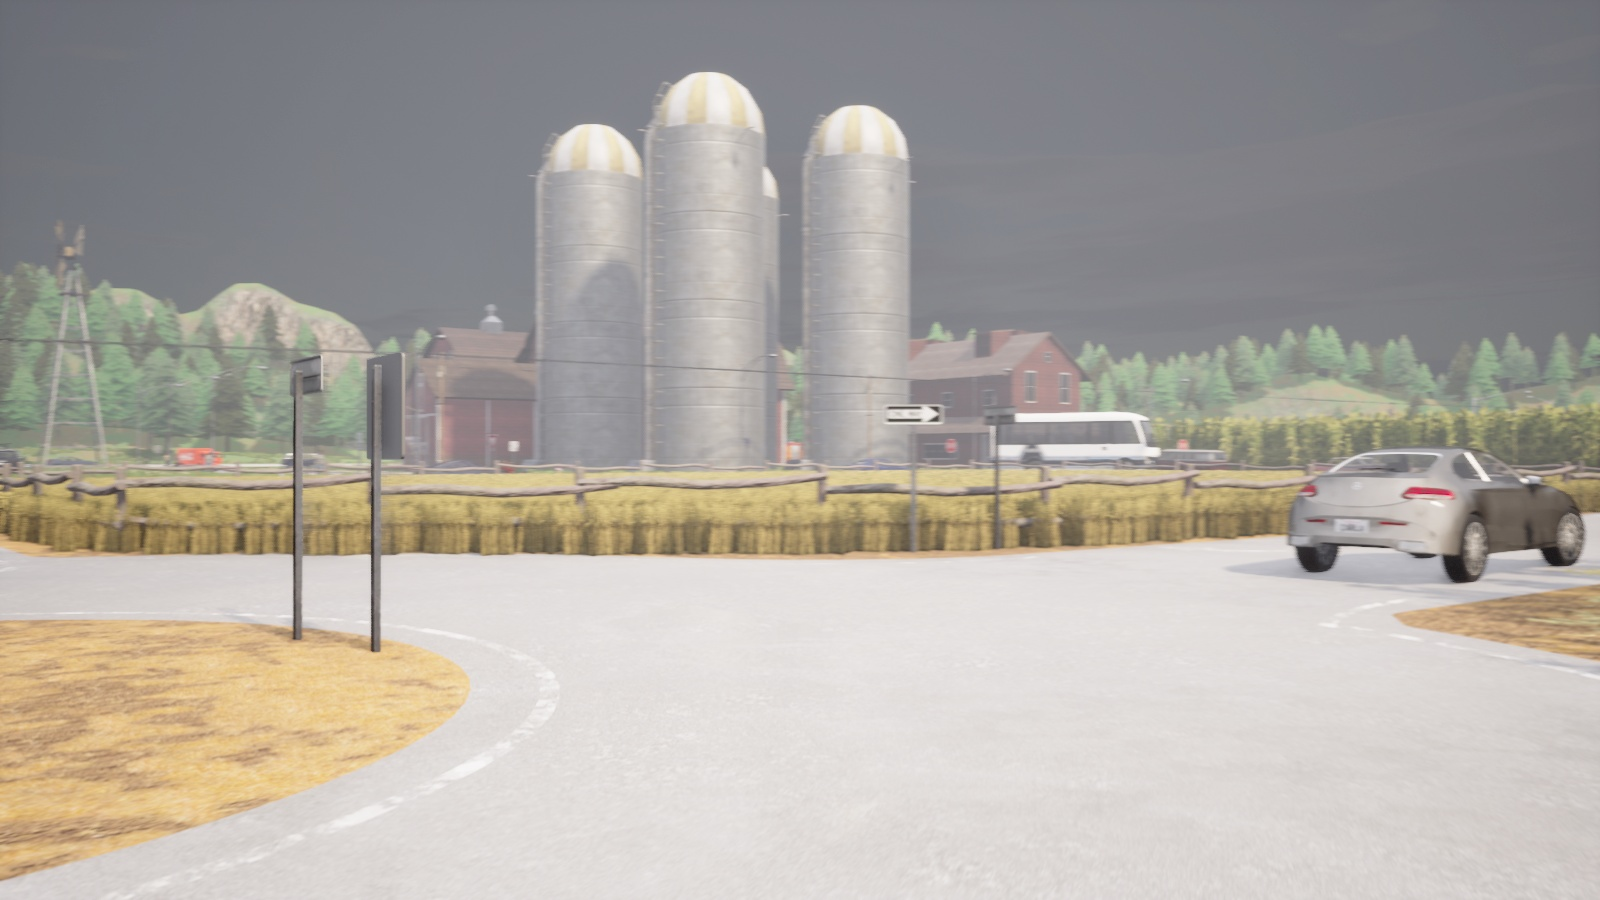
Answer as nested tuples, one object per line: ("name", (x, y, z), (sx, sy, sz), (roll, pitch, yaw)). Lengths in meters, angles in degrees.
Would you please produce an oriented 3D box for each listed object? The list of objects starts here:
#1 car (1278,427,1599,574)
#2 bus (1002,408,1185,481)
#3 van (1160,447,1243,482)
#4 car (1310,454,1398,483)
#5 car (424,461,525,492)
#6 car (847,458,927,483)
("car", (8.625, 0.578, 16.606), (5.027, 1.651, 2.152), (0, 0, -41))
("bus", (18.138, -0.272, 77.832), (10.273, 4.253, 3.944), (-1, 0, 28))
("van", (23.781, 0.838, 74.501), (1.775, 1.987, 4.442), (0, 0, -36))
("car", (29.422, 0.955, 66.796), (1.970, 1.475, 3.806), (0, -1, -36))
("car", (-15.439, 1.229, 59.651), (4.181, 1.385, 1.994), (0, 0, -36))
("car", (5.208, 1.182, 74.854), (4.674, 1.442, 1.812), (0, 0, -36))
